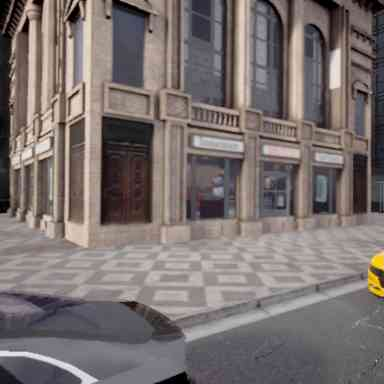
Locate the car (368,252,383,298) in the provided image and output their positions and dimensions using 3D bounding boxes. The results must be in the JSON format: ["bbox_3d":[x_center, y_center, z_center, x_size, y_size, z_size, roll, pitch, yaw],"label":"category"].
[{"bbox_3d":[6.003,1.576,7.659,5.008,1.535,1.882,1,0,-35],"label":"car"}]

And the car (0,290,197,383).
[{"bbox_3d":[-2.216,1.485,1.792,4.902,1.511,2.128,1,-1,-36],"label":"car"}]
